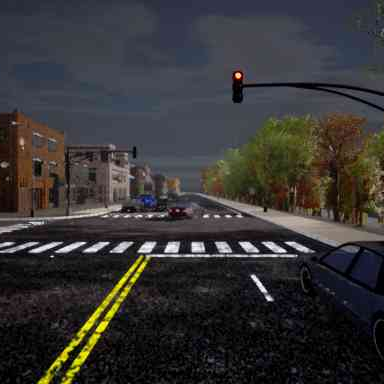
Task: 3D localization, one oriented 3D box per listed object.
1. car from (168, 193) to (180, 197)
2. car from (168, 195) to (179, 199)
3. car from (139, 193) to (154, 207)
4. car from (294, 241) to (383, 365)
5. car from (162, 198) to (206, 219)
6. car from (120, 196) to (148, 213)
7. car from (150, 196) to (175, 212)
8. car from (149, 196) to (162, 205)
[{"bbox_3d":[-3.377,1.206,59.434,2.150,2.045,5.566,0,0,0],"label":"car"},{"bbox_3d":[-3.361,1.553,48.595,1.994,1.385,4.181,0,0,0],"label":"car"},{"bbox_3d":[-6.616,1.209,47.897,2.150,2.045,5.566,0,0,0],"label":"car"},{"bbox_3d":[3.353,1.546,5.573,2.033,1.411,5.357,0,0,0],"label":"car"},{"bbox_3d":[-0.367,1.539,28.848,2.033,1.411,5.357,0,0,19],"label":"car"},{"bbox_3d":[-6.598,1.539,37.381,2.033,1.411,5.357,0,0,0],"label":"car"},{"bbox_3d":[-3.345,1.495,38.680,1.837,1.490,4.892,0,0,0],"label":"car"},{"bbox_3d":[-6.619,1.514,60.303,1.812,1.442,4.674,0,0,0],"label":"car"}]
